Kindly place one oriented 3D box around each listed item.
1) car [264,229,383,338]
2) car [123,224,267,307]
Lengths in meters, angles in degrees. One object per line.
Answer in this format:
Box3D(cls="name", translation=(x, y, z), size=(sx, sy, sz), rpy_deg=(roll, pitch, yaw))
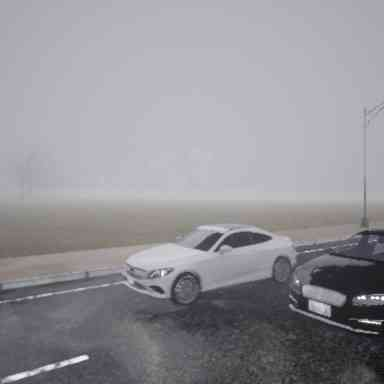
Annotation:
Box3D(cls="car", translation=(3.938, 1.513, 6.497), size=(4.902, 1.511, 2.128), rpy_deg=(0, 0, -36))
Box3D(cls="car", translation=(0.649, 1.541, 8.142), size=(4.674, 1.442, 1.812), rpy_deg=(0, 0, -36))
